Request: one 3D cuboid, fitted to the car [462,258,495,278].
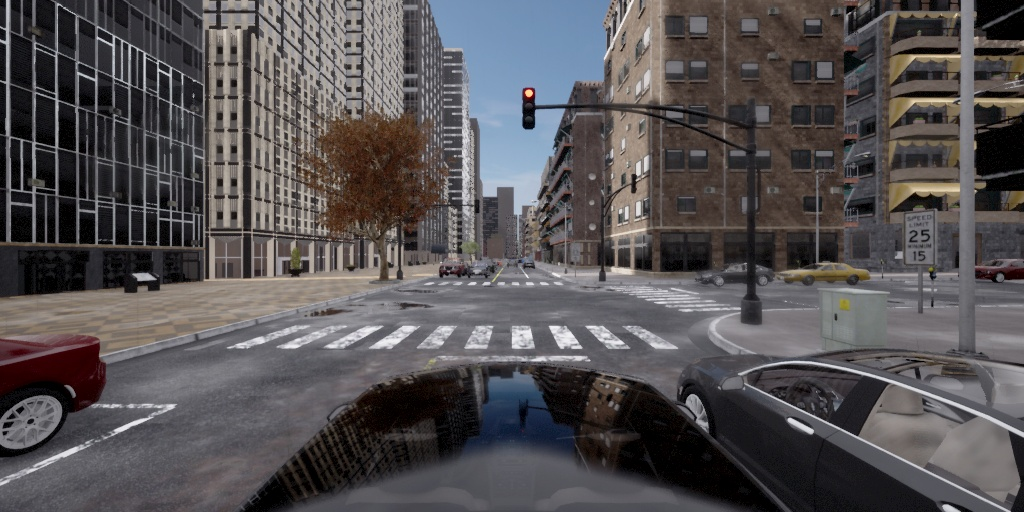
[{"bbox_3d":[-3.103,1.255,34.209,2.128,1.511,4.902,0,0,0],"label":"car"}]

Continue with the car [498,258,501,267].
[{"bbox_3d":[-3.097,1.380,53.099,1.895,1.301,4.718,0,0,0],"label":"car"}]

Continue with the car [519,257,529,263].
[{"bbox_3d":[2.685,1.315,62.503,1.751,1.417,4.829,0,0,0],"label":"car"}]

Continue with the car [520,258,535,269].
[{"bbox_3d":[2.686,1.349,56.810,1.948,1.339,4.313,0,0,0],"label":"car"}]

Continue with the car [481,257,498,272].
[{"bbox_3d":[-3.101,1.123,43.381,2.097,1.767,4.553,0,0,0],"label":"car"}]

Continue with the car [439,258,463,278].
[{"bbox_3d":[-5.694,1.079,34.719,2.192,1.841,5.009,0,0,0],"label":"car"}]

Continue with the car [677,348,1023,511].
[{"bbox_3d":[2.689,1.300,2.332,2.007,1.370,4.403,0,0,0],"label":"car"}]

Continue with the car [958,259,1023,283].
[{"bbox_3d":[30.135,0.859,21.919,4.507,1.381,1.888,0,0,-1],"label":"car"}]

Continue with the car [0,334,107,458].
[{"bbox_3d":[-5.691,1.295,2.331,1.888,1.381,4.507,0,0,0],"label":"car"}]

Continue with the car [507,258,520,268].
[{"bbox_3d":[0.098,1.284,64.100,2.128,1.511,4.902,0,0,0],"label":"car"}]

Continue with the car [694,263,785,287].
[{"bbox_3d":[13.434,1.095,21.749,4.403,1.370,2.007,0,0,-1],"label":"car"}]

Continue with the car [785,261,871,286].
[{"bbox_3d":[18.831,0.993,21.804,4.829,1.417,1.751,0,0,-1],"label":"car"}]
